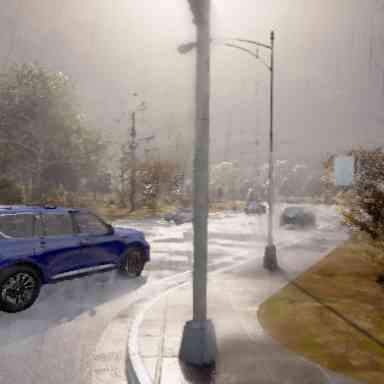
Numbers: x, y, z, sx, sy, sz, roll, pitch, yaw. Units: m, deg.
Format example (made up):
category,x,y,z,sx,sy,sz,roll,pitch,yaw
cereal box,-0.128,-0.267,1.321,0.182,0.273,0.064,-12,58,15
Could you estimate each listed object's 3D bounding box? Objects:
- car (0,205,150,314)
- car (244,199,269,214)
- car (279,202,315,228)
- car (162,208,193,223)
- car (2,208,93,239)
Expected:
category,x,y,z,sx,sy,sz,roll,pitch,yaw
car,-3.412,1.356,8.280,2.150,2.045,5.566,0,-1,32
car,9.353,2.281,49.150,2.097,1.767,4.553,0,0,30
car,9.115,2.053,28.597,2.097,1.767,4.553,0,-1,32
car,-0.849,2.246,32.633,1.895,1.301,4.718,0,-1,32
car,-8.540,1.805,20.161,1.837,1.490,4.892,0,-1,32
